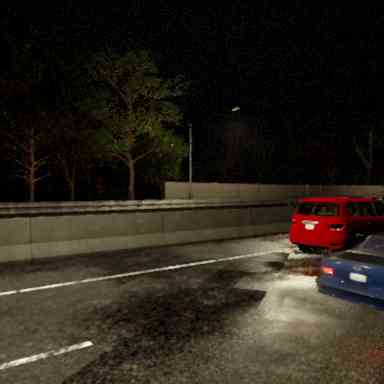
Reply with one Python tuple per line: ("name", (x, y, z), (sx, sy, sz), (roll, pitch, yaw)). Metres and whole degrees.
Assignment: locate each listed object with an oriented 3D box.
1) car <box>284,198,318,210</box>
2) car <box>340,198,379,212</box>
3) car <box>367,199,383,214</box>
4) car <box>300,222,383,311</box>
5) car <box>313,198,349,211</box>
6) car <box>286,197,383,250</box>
("car", (14.524, 1.521, 44.237), (4.674, 1.442, 1.812), (0, 0, -36))
("car", (19.969, 1.489, 39.614), (4.902, 1.511, 2.128), (0, 0, -35))
("car", (21.541, 1.546, 36.443), (5.357, 1.411, 2.033), (0, 0, -35))
("car", (4.963, 1.544, 7.284), (5.357, 1.411, 2.033), (0, 0, -35))
("car", (17.702, 1.503, 42.295), (4.892, 1.490, 1.837), (0, 0, -35))
("car", (6.002, 1.217, 12.305), (5.566, 2.045, 2.150), (0, 0, -35))
